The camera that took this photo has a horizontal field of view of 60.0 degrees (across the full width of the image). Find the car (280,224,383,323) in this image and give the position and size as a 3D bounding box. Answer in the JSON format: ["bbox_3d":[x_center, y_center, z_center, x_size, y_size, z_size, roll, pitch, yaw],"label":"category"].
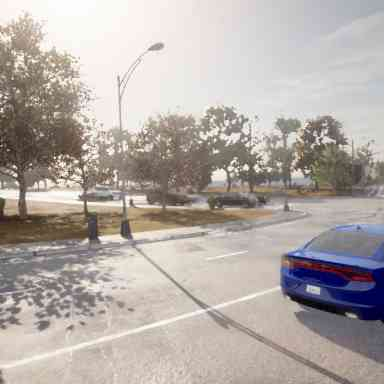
[{"bbox_3d":[3.919,1.424,7.047,5.008,1.535,1.882,-1,1,-39],"label":"car"}]

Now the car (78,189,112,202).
[{"bbox_3d":[-14.164,0.683,47.749,4.718,1.301,1.895,2,4,34],"label":"car"}]

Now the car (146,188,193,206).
[{"bbox_3d":[-3.090,0.566,40.421,5.566,2.045,2.150,1,3,34],"label":"car"}]

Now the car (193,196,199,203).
[{"bbox_3d":[-1.409,0.783,43.519,4.718,1.301,1.895,1,3,33],"label":"car"}]

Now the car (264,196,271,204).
[{"bbox_3d":[6.569,0.799,38.265,4.718,1.301,1.895,0,2,33],"label":"car"}]

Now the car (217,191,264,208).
[{"bbox_3d":[4.795,0.711,35.223,4.553,1.767,2.097,0,2,33],"label":"car"}]

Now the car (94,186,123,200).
[{"bbox_3d":[-12.865,0.117,51.063,5.566,2.045,2.150,2,4,34],"label":"car"}]
